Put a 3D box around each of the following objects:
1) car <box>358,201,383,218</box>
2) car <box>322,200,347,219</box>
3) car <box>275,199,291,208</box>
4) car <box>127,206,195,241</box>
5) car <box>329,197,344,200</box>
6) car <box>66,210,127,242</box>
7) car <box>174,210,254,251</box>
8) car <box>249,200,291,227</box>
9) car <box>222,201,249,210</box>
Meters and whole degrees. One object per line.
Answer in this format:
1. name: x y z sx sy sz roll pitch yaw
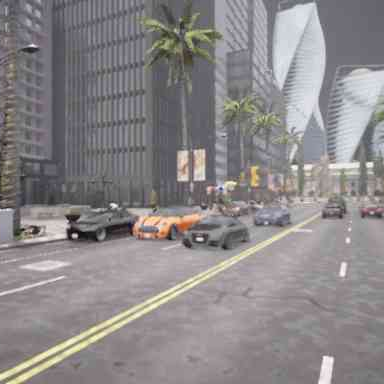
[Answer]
1. car: 18.442 1.898 34.324 1.812 1.442 4.674 -1 -1 26
2. car: 14.358 1.872 33.903 2.128 1.511 4.902 -1 -1 26
3. car: 17.686 2.237 64.528 2.231 1.521 4.892 -1 -1 26
4. car: -1.207 1.589 18.361 2.097 1.767 4.553 -1 -1 26
5. car: 18.710 1.702 42.998 2.150 2.045 5.566 -1 -1 26
6. car: -4.678 1.762 18.356 2.161 1.482 4.786 -1 -1 26
7. car: 1.195 1.755 15.313 1.994 1.385 4.181 -1 -1 26
8. car: 6.244 1.659 25.623 2.097 1.767 4.553 -1 -1 26
9. car: 5.036 1.819 38.019 2.185 1.767 4.553 -1 -1 26
